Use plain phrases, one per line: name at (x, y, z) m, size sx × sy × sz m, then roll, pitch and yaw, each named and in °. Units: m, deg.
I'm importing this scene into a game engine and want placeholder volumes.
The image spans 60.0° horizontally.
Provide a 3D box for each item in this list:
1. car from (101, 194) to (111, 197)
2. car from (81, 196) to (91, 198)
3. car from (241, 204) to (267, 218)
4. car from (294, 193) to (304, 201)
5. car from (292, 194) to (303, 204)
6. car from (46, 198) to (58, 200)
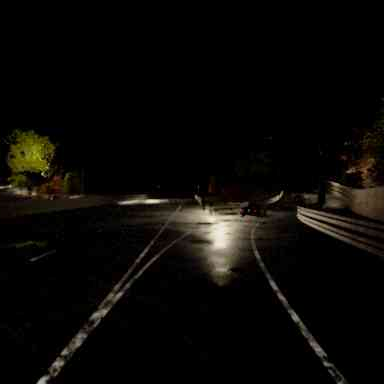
car at (-21.107, 1.363, 82.280) m, size 1.837 × 1.490 × 4.892 m, roll 0°, pitch 0°, yaw 0°
car at (-21.086, 1.506, 65.935) m, size 1.837 × 1.490 × 4.892 m, roll 0°, pitch 0°, yaw 0°
car at (6.642, 1.962, 35.528) m, size 2.033 × 1.411 × 5.357 m, roll 0°, pitch -1°, yaw 23°
car at (26.215, 1.251, 81.226) m, size 2.128 × 1.511 × 4.902 m, roll 0°, pitch 4°, yaw 19°
car at (22.720, 1.680, 71.710) m, size 2.097 × 1.767 × 4.553 m, roll 0°, pitch 3°, yaw 20°
car at (-21.115, 1.595, 49.906) m, size 1.895 × 1.301 × 4.718 m, roll 0°, pitch 0°, yaw 0°
